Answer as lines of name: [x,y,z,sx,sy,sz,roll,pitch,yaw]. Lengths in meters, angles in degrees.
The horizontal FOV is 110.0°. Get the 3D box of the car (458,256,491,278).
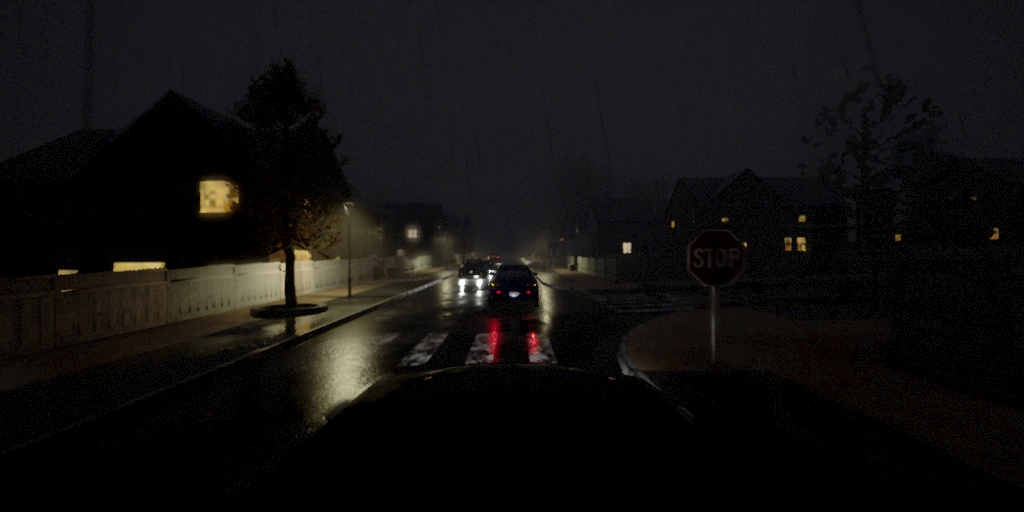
car: [-2.908,0.910,27.511,1.994,1.385,4.181,0,1,0]

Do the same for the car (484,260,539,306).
car: [0.062,1.076,14.343,1.812,1.442,4.674,0,1,0]

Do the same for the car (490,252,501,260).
car: [-2.911,0.214,58.339,2.097,1.767,4.553,0,1,0]

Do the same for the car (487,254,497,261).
car: [-2.931,0.770,38.823,1.895,1.301,4.718,0,1,0]
